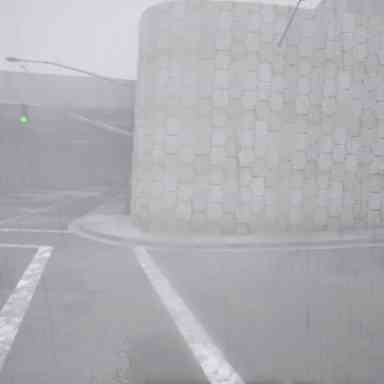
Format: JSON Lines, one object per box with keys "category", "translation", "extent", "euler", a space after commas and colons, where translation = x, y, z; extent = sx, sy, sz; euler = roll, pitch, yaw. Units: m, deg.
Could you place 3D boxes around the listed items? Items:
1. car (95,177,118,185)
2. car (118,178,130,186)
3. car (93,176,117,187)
{"category": "car", "translation": [-15.225, -1.989, 59.579], "extent": [1.994, 1.385, 4.181], "euler": [4, 3, 19]}
{"category": "car", "translation": [-11.540, -1.846, 59.700], "extent": [1.812, 1.442, 4.674], "euler": [4, 3, 19]}
{"category": "car", "translation": [-13.169, -1.652, 49.878], "extent": [2.097, 1.767, 4.553], "euler": [3, 3, 1]}
